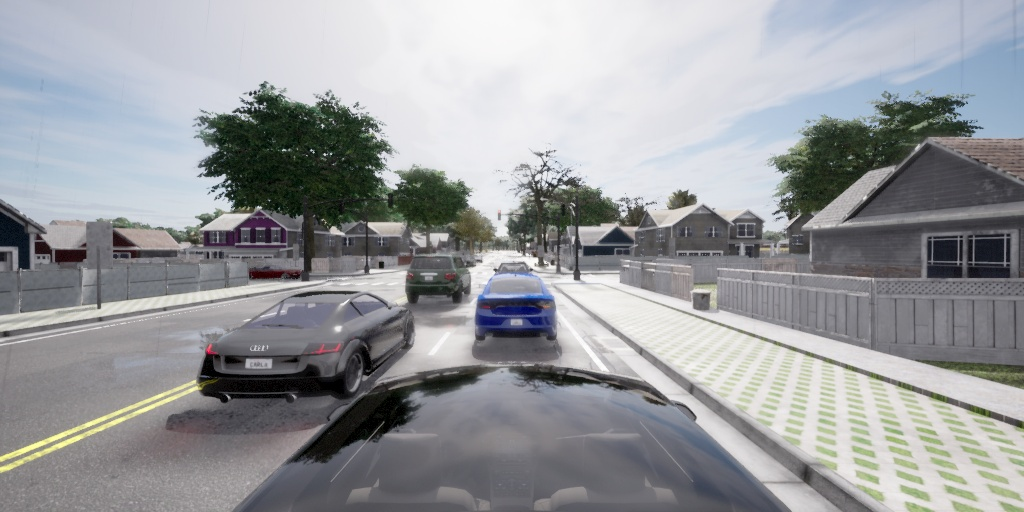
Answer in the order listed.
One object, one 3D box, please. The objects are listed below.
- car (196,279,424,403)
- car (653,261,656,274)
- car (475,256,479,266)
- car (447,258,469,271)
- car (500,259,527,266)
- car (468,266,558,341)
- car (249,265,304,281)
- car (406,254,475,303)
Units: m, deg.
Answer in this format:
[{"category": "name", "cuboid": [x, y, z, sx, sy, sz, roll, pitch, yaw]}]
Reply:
[{"category": "car", "cuboid": [-3.158, 1.308, 6.479, 1.994, 1.385, 4.181, 0, 0, 0]}, {"category": "car", "cuboid": [12.668, 1.091, 32.544, 4.718, 1.301, 1.895, 0, 1, 1]}, {"category": "car", "cuboid": [-6.672, 0.710, 54.246, 2.097, 1.767, 4.553, 0, 1, 0]}, {"category": "car", "cuboid": [-6.673, 1.007, 44.809, 2.033, 1.411, 5.357, 0, 1, 0]}, {"category": "car", "cuboid": [0.071, 1.039, 18.852, 2.097, 1.767, 4.553, 0, 0, 0]}, {"category": "car", "cuboid": [0.087, 1.212, 9.897, 1.882, 1.535, 5.008, 0, 0, 0]}, {"category": "car", "cuboid": [-19.421, 1.366, 29.186, 4.718, 1.301, 1.895, 0, 1, 0]}, {"category": "car", "cuboid": [-3.176, 0.925, 16.360, 2.150, 2.045, 5.566, 0, 0, 0]}]
